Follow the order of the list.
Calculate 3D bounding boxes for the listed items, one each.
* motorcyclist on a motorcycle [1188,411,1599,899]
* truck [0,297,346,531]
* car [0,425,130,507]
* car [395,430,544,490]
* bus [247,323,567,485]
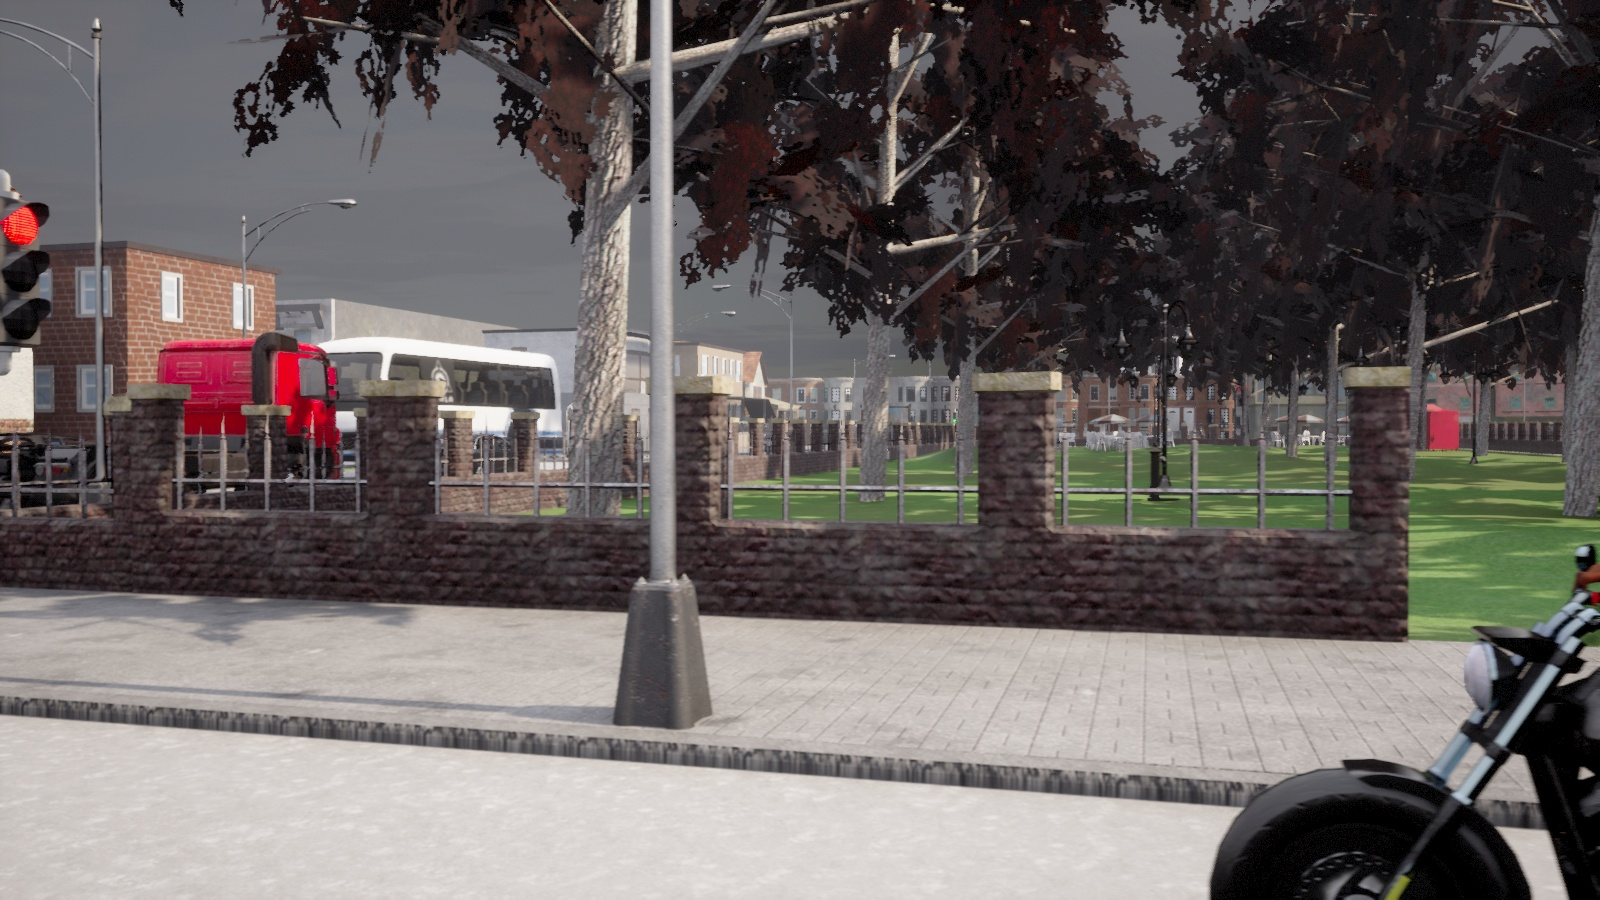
[{"bbox_3d":[2.173,0.739,2.972,2.350,1.649,0.766,0,1,14],"label":"motorcyclist on a motorcycle"},{"bbox_3d":[-11.761,-0.606,22.812,2.891,3.462,7.936,1,1,12],"label":"truck"},{"bbox_3d":[-15.657,0.271,24.502,2.007,1.525,4.514,1,1,15],"label":"car"},{"bbox_3d":[-8.800,0.214,33.920,1.837,1.490,4.892,1,1,13],"label":"car"},{"bbox_3d":[-11.514,-1.260,38.464,3.944,4.253,10.273,1,1,20],"label":"bus"}]
